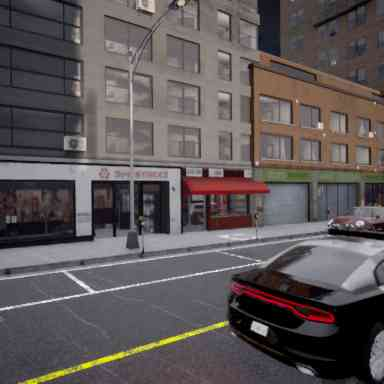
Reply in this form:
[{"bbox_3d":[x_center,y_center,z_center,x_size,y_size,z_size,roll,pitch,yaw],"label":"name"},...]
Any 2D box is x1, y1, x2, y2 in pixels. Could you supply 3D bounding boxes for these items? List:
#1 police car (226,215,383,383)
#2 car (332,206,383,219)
[{"bbox_3d":[2.910,1.423,5.510,5.238,1.638,1.930,0,0,-36],"label":"police car"},{"bbox_3d":[8.456,1.435,16.440,4.097,1.590,1.967,0,-1,-35],"label":"car"}]
